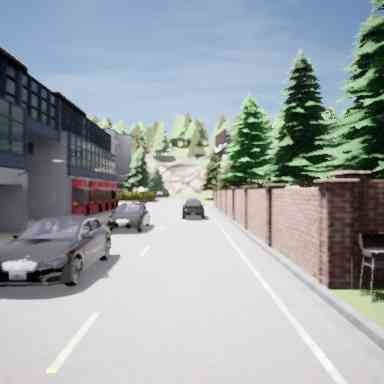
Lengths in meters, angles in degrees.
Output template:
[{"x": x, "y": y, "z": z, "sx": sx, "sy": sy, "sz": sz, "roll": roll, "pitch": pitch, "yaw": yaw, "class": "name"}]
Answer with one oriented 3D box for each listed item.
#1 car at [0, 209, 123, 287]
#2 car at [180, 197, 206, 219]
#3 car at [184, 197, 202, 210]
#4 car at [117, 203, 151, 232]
[{"x": -3.598, "y": 1.455, "z": 9.316, "sx": 2.128, "sy": 1.511, "sz": 4.902, "roll": 0, "pitch": 0, "yaw": 0, "class": "car"}, {"x": 0.103, "y": 1.395, "z": 28.047, "sx": 1.837, "sy": 1.490, "sz": 4.892, "roll": 0, "pitch": 0, "yaw": 0, "class": "car"}, {"x": 0.097, "y": 1.383, "z": 41.626, "sx": 2.033, "sy": 1.411, "sz": 5.357, "roll": 0, "pitch": 0, "yaw": 0, "class": "car"}, {"x": -3.581, "y": 1.414, "z": 19.584, "sx": 2.128, "sy": 1.511, "sz": 4.902, "roll": 0, "pitch": 0, "yaw": 0, "class": "car"}]
